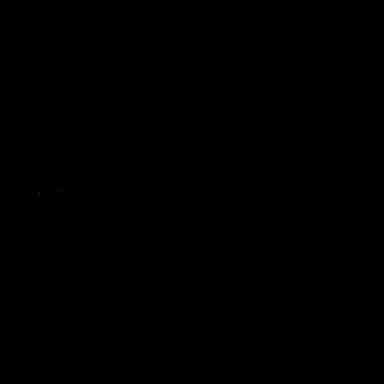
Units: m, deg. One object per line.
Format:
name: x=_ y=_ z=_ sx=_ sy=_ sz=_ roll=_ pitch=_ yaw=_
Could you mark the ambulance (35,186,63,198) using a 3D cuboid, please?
ambulance: x=-28.904 y=0.028 z=68.667 sx=2.351 sy=2.431 sz=6.366 roll=-1 pitch=0 yaw=35
